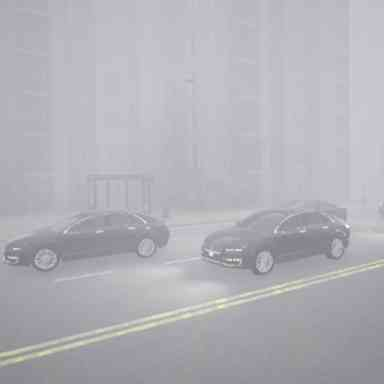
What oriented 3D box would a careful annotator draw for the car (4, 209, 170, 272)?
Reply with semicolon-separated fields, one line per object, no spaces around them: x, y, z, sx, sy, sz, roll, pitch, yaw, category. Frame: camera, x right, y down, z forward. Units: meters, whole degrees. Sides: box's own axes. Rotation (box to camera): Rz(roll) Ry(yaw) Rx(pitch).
-3.056;1.331;10.327;4.892;1.490;1.837;-2;1;-31;car

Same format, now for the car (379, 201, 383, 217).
13.643;0.649;20.595;4.553;1.767;2.097;-2;2;-31;car

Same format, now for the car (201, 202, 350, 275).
2.543;1.245;9.647;4.892;1.490;1.837;-2;1;-32;car

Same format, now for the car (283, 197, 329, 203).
5.019;1.047;15.296;5.008;1.535;1.882;-2;1;-31;car
